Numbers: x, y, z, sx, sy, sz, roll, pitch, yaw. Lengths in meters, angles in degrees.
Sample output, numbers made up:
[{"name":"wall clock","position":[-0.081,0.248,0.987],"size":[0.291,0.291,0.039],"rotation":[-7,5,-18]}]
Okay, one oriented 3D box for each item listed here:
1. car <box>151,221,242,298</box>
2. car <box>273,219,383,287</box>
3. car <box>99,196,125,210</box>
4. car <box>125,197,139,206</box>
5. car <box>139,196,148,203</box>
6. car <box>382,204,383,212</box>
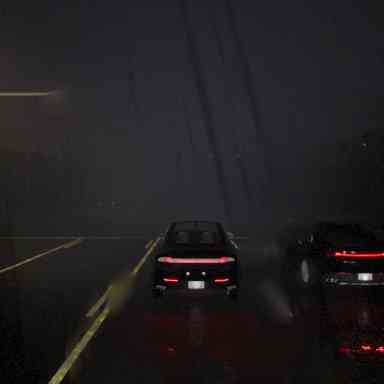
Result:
[{"name":"car","position":[0.100,1.491,8.535],"size":[2.128,1.511,4.902],"rotation":[0,0,0]},{"name":"car","position":[3.605,1.504,9.297],"size":[1.837,1.490,4.892],"rotation":[0,0,1]},{"name":"car","position":[-10.468,1.349,42.785],"size":[2.097,1.767,4.553],"rotation":[0,0,0]},{"name":"car","position":[-10.424,1.521,54.622],"size":[1.812,1.442,4.674],"rotation":[0,0,0]},{"name":"car","position":[-10.304,1.542,68.595],"size":[1.994,1.385,4.181],"rotation":[0,0,0]},{"name":"car","position":[18.812,1.002,28.324],"size":[4.902,1.511,2.128],"rotation":[-5,0,0]}]
